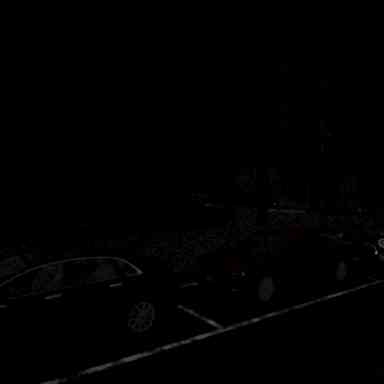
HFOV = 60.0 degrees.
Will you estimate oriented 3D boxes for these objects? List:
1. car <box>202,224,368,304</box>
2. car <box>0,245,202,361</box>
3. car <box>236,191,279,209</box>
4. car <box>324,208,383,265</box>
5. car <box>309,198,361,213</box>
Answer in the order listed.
[{"bbox_3d":[2.189,1.587,8.222,4.507,1.381,1.887,0,0,-36],"label":"car"},{"bbox_3d":[-2.248,1.558,5.046,4.403,1.369,2.008,0,0,-36],"label":"car"},{"bbox_3d":[7.564,0.897,39.129,2.150,2.045,5.566,0,1,-36],"label":"car"},{"bbox_3d":[6.627,1.518,11.399,4.097,1.590,1.967,0,0,-36],"label":"car"},{"bbox_3d":[13.308,1.358,31.129,2.128,1.511,4.902,0,1,-36],"label":"car"}]
